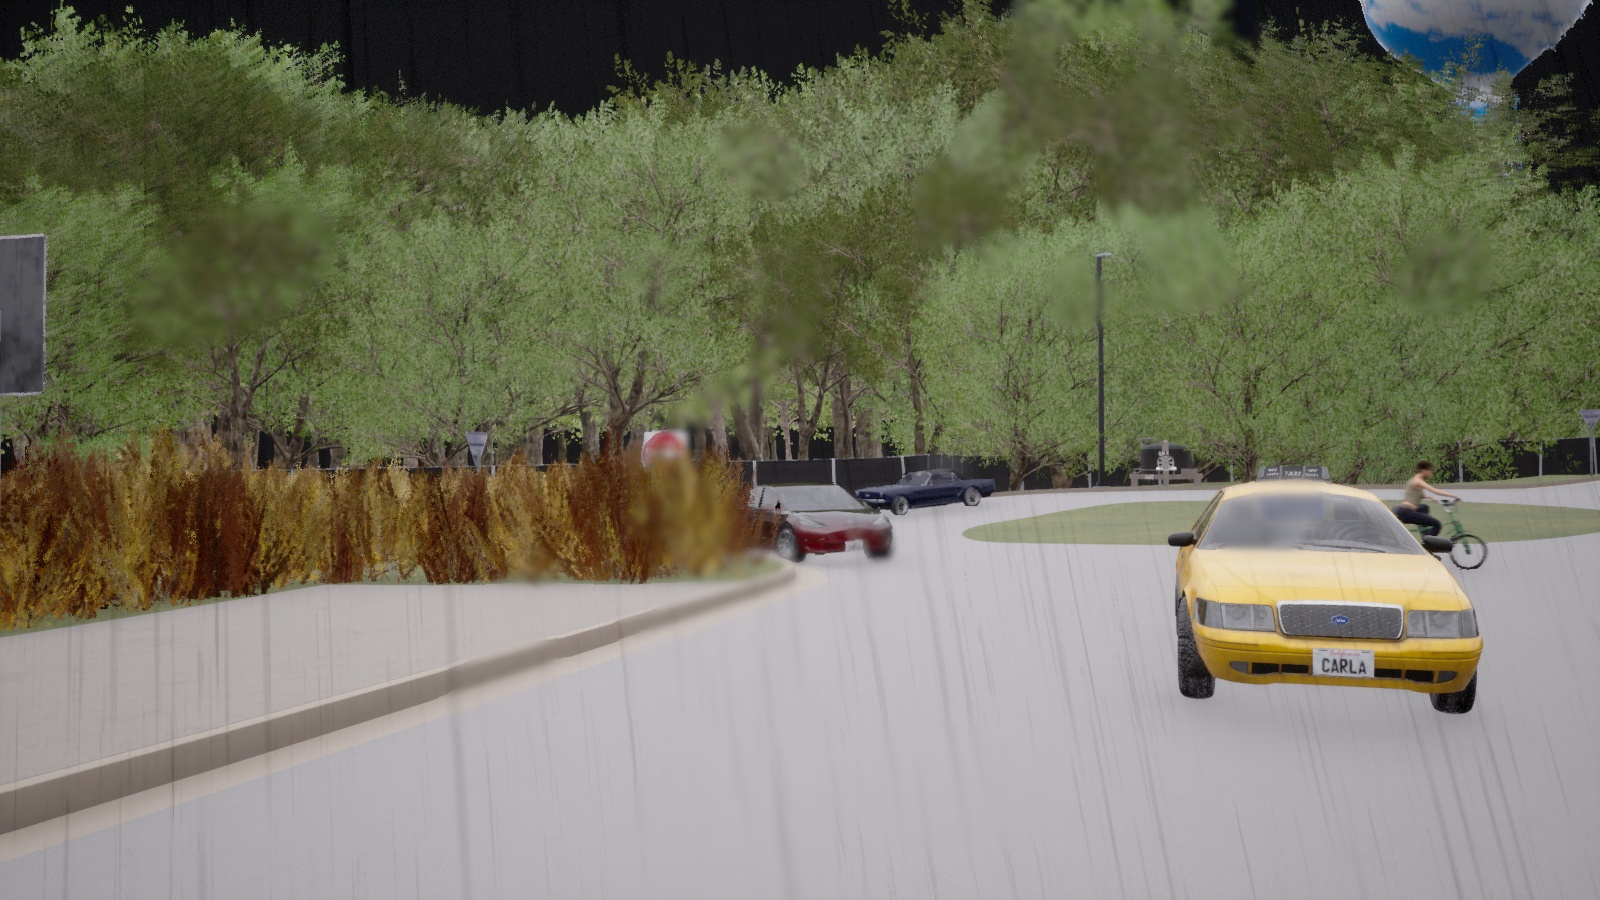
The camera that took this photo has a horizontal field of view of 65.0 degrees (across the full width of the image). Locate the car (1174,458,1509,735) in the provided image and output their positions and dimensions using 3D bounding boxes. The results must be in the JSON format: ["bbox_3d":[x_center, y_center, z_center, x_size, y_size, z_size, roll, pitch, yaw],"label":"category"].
[{"bbox_3d":[3.950,0.863,10.039,1.801,1.575,5.366,0,0,16],"label":"car"}]

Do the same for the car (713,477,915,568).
[{"bbox_3d":[0.112,1.354,24.037,2.163,1.488,4.792,-1,-2,-22],"label":"car"}]

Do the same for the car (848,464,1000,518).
[{"bbox_3d":[4.130,1.325,41.648,4.718,1.301,1.895,-5,2,-30],"label":"car"}]

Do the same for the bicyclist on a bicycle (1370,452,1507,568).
[{"bbox_3d":[9.280,0.877,18.308,1.509,1.612,0.866,-2,-2,8],"label":"bicyclist on a bicycle"}]
